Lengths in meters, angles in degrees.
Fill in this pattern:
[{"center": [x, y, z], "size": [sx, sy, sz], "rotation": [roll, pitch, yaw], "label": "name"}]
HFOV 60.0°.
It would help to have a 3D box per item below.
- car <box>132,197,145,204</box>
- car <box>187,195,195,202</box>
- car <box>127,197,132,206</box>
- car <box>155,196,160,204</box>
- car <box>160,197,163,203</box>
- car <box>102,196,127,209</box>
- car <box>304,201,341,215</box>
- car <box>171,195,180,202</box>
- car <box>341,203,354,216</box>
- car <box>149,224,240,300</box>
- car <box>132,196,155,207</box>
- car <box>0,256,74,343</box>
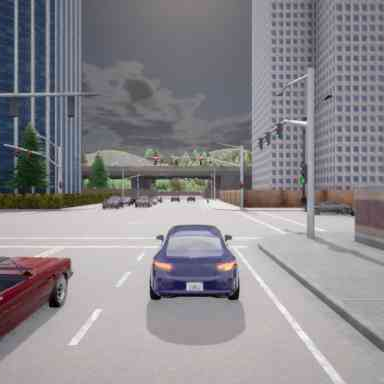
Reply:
[{"center": [-10.683, 1.601, 66.563], "size": [1.895, 1.301, 4.718], "rotation": [0, 0, 0], "label": "car"}, {"center": [-0.184, 1.477, 74.528], "size": [1.837, 1.490, 4.892], "rotation": [0, 0, 0], "label": "car"}, {"center": [-10.723, 1.491, 54.307], "size": [2.128, 1.511, 4.902], "rotation": [0, 0, 0], "label": "car"}, {"center": [-7.222, 1.601, 58.819], "size": [1.895, 1.301, 4.718], "rotation": [0, 0, 0], "label": "car"}, {"center": [-7.169, 1.564, 68.866], "size": [1.994, 1.385, 4.181], "rotation": [0, 0, 0], "label": "car"}, {"center": [-10.710, 1.352, 45.347], "size": [2.097, 1.767, 4.553], "rotation": [0, 0, 0], "label": "car"}, {"center": [13.548, 1.564, 33.472], "size": [4.181, 1.385, 1.994], "rotation": [0, 0, 0], "label": "car"}, {"center": [-3.684, 1.501, 74.519], "size": [1.812, 1.442, 4.674], "rotation": [0, 0, 0], "label": "car"}, {"center": [16.215, 1.564, 29.966], "size": [4.181, 1.385, 1.994], "rotation": [0, 0, 0], "label": "car"}, {"center": [0.058, 1.526, 8.252], "size": [1.812, 1.442, 4.674], "rotation": [0, 0, 0], "label": "car"}, {"center": [-7.217, 1.352, 49.837], "size": [2.097, 1.767, 4.553], "rotation": [0, 0, 0], "label": "car"}, {"center": [-3.452, 1.601, 4.982], "size": [1.895, 1.301, 4.718], "rotation": [0, 0, 0], "label": "car"}]
